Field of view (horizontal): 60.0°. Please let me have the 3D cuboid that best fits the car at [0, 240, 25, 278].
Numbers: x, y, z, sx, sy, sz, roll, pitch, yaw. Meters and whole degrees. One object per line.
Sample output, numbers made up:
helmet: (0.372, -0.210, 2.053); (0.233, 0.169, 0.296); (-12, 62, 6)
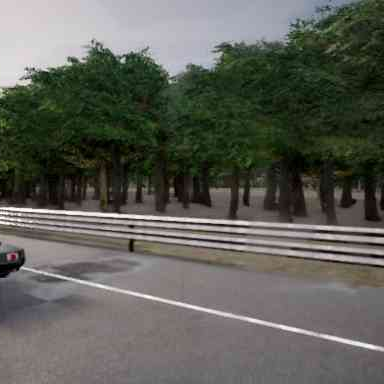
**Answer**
car: (-6.501, 1.579, 8.710); (4.718, 1.301, 1.895); (0, 0, 34)
